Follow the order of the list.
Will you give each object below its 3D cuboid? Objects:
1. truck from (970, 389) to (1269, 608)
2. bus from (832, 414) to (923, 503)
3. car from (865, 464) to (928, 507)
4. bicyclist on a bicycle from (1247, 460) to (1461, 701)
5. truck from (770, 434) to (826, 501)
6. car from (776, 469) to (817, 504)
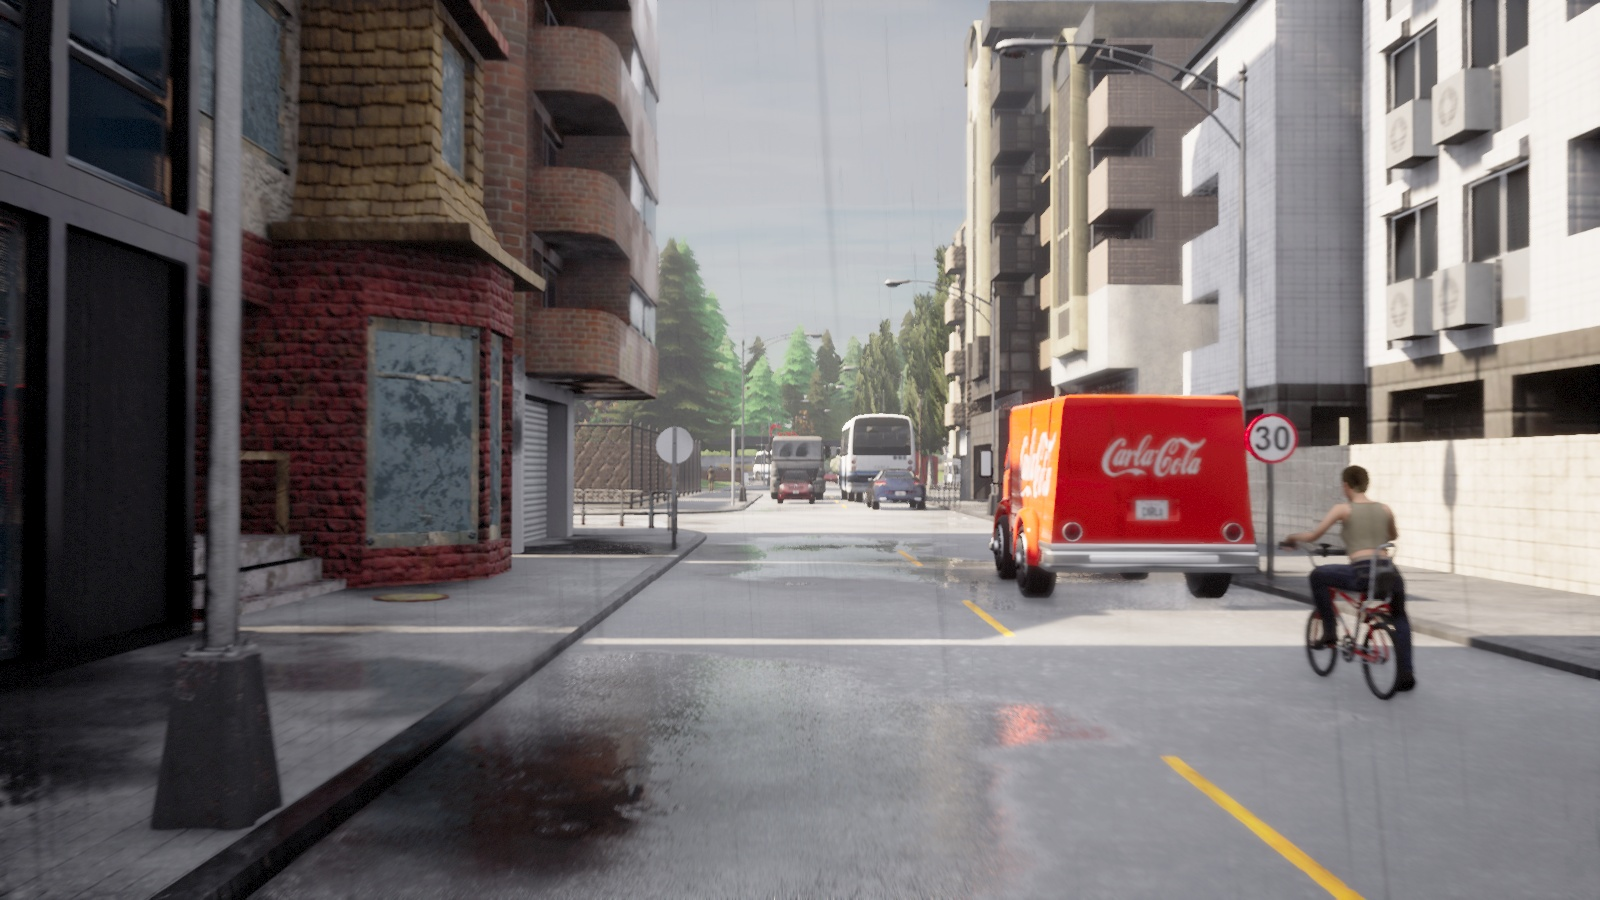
[{"bbox_3d":[3.971,0.589,16.838,2.627,2.467,5.204,0,-1,-1],"label":"truck"},{"bbox_3d":[3.818,0.493,64.942,3.944,4.253,10.273,0,-1,-1],"label":"bus"},{"bbox_3d":[3.897,1.428,51.578,2.152,1.651,5.027,0,-1,-1],"label":"car"},{"bbox_3d":[3.987,0.887,9.190,0.866,1.612,1.509,0,-1,-1],"label":"bicyclist on a bicycle"},{"bbox_3d":[-0.180,0.978,69.395,2.891,3.462,7.936,0,-1,-1],"label":"truck"},{"bbox_3d":[-0.163,1.690,59.264,1.851,1.617,3.988,0,-1,0],"label":"car"}]
